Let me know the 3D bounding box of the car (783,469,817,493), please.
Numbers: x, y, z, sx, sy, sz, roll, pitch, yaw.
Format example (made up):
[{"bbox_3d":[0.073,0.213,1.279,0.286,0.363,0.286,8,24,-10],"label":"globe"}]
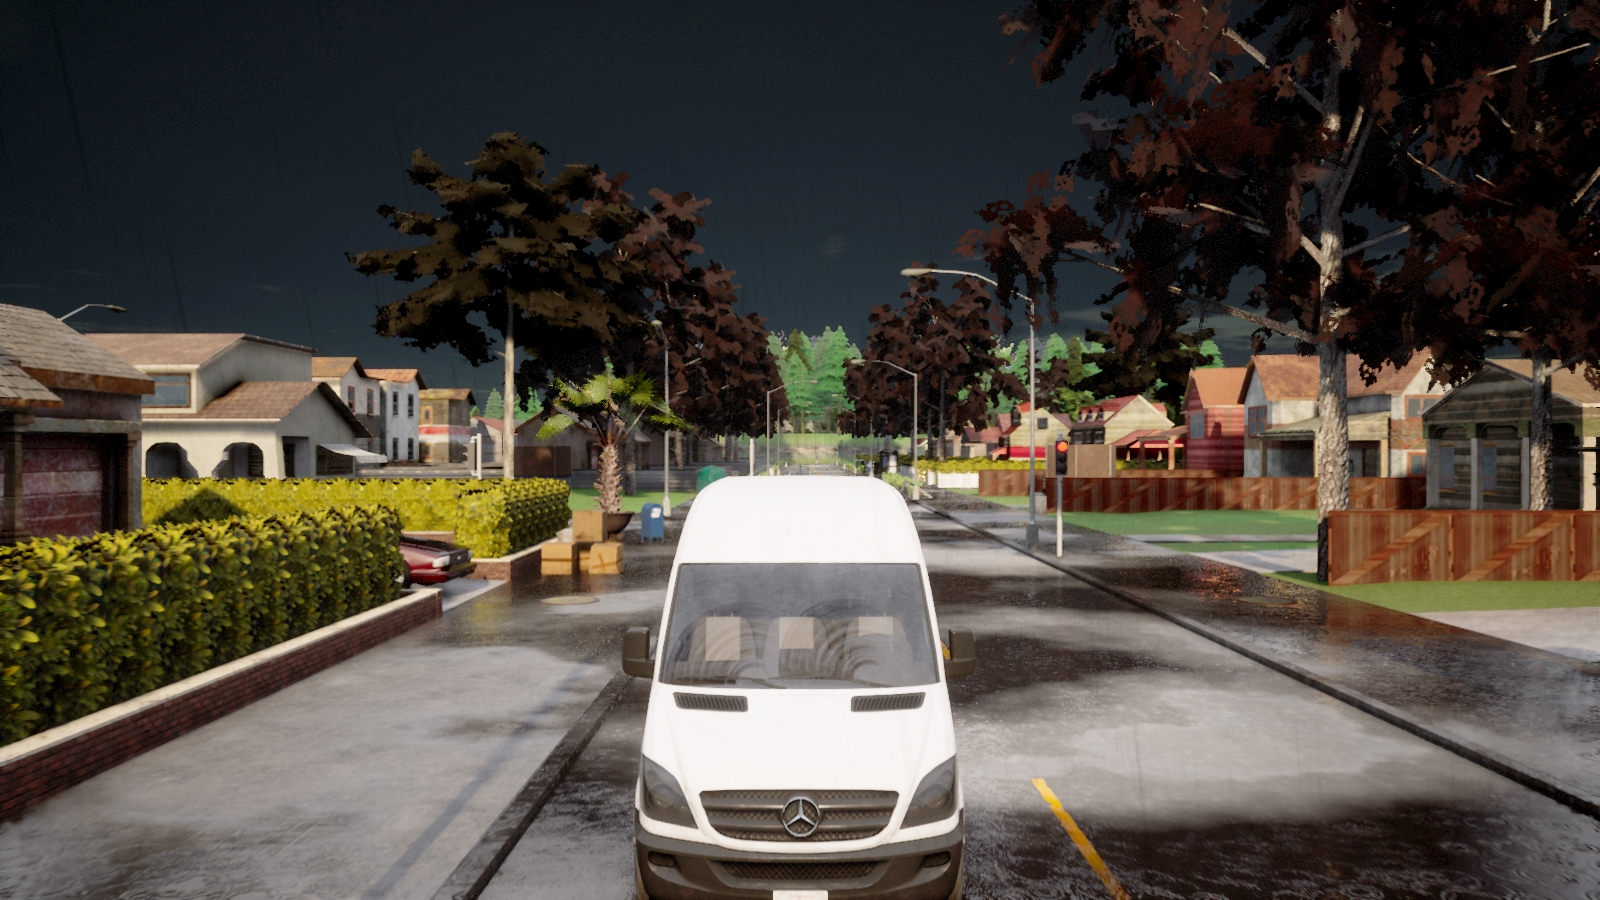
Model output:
[{"bbox_3d":[-0.002,2.061,76.450,2.231,1.480,4.892,0,0,0],"label":"car"}]

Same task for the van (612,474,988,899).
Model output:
[{"bbox_3d":[0.003,1.534,9.000,1.988,2.561,5.915,0,0,0],"label":"van"}]
